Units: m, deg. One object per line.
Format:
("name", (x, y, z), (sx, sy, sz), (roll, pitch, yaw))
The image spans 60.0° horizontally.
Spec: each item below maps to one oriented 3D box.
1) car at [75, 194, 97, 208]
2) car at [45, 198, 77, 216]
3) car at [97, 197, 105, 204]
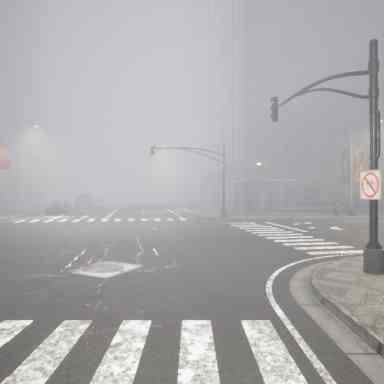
("car", (-15.543, 1.253, 48.135), (2.150, 2.045, 5.566), (0, 0, -9))
("car", (-13.132, 1.580, 33.102), (1.994, 1.385, 4.181), (0, 0, -9))
("car", (-18.166, 1.637, 64.933), (1.994, 1.385, 4.181), (0, 0, -9))
